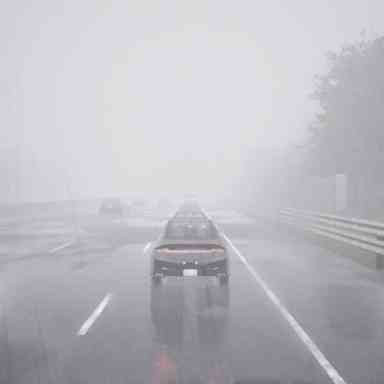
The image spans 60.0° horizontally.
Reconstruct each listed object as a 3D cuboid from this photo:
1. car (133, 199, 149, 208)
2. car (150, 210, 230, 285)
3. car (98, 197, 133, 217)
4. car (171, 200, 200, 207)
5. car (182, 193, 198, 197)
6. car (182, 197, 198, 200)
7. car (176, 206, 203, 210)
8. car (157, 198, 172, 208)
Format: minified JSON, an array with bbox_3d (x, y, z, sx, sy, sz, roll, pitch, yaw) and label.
[{"bbox_3d":[-7.299,1.576,47.375,1.895,1.301,4.718,0,0,-1],"label":"car"},{"bbox_3d":[-0.050,1.486,9.443,2.128,1.511,4.902,0,0,0],"label":"car"},{"bbox_3d":[-7.138,1.336,30.870,2.097,1.767,4.553,0,0,-1],"label":"car"},{"bbox_3d":[-0.168,1.535,23.599,2.033,1.411,5.357,0,0,-1],"label":"car"},{"bbox_3d":[-0.313,1.194,48.685,2.150,2.045,5.566,0,0,0],"label":"car"},{"bbox_3d":[-0.161,1.547,33.399,1.994,1.385,4.181,0,0,-1],"label":"car"},{"bbox_3d":[-0.105,1.592,16.584,1.895,1.301,4.718,0,0,-1],"label":"car"},{"bbox_3d":[-3.788,1.523,46.303,2.033,1.411,5.357,0,0,-1],"label":"car"}]
